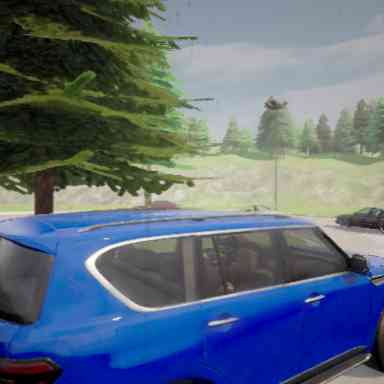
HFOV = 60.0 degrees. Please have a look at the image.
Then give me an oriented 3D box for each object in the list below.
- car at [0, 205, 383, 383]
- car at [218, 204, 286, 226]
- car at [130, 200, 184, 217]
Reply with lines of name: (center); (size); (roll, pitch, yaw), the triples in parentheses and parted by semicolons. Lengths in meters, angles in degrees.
car: (0.489, 1.221, 3.971); (5.566, 2.045, 2.150); (0, 0, -35)
car: (4.286, 1.606, 24.309); (1.895, 1.301, 4.718); (0, 0, -43)
car: (-3.174, 1.472, 30.660); (4.674, 1.442, 1.812); (0, -1, 2)
